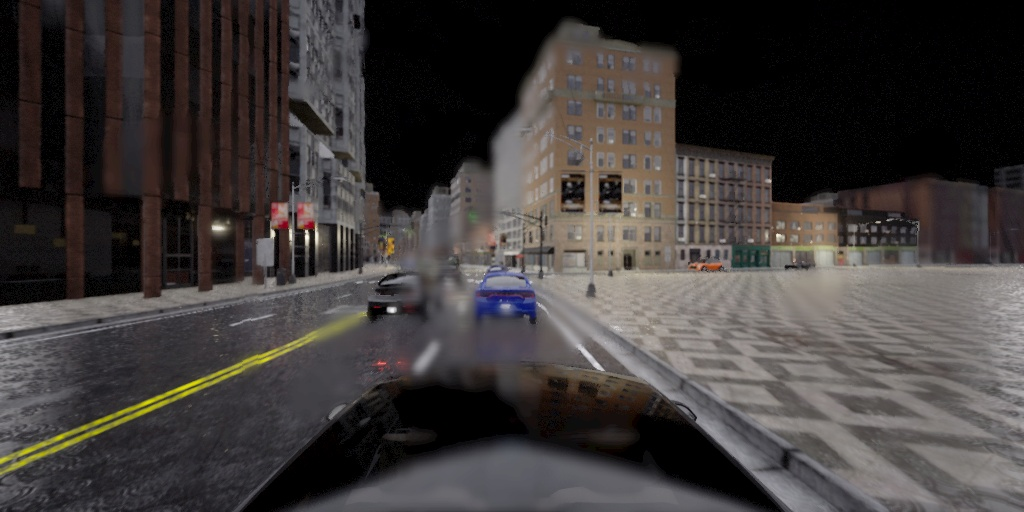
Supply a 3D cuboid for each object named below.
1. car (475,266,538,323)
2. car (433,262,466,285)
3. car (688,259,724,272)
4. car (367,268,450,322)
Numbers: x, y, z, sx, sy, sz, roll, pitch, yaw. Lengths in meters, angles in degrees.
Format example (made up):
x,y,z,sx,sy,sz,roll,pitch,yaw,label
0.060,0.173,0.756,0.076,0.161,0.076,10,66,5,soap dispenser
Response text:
x,y,z,sx,sy,sz,roll,pitch,yaw,label
-0.245,1.291,12.443,1.882,1.535,5.008,0,0,-3,car
-4.695,1.413,27.456,1.837,1.490,4.892,0,0,-6,car
25.564,1.204,47.319,4.553,1.767,2.097,0,0,-20,car
-3.499,1.320,12.579,1.837,1.490,4.892,0,-1,-3,car
